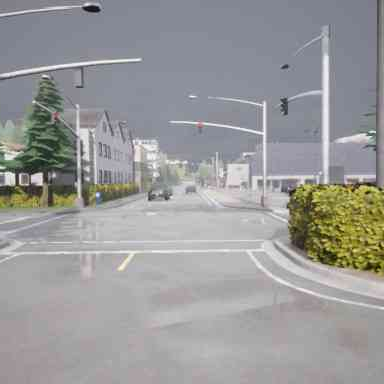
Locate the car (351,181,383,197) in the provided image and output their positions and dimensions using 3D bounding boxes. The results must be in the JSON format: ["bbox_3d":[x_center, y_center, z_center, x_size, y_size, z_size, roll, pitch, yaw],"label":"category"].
[{"bbox_3d":[22.247,-0.462,42.099,1.932,1.855,4.605,-1,2,0],"label":"car"}]

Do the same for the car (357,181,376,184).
[{"bbox_3d":[19.005,-0.176,34.217,1.905,1.878,3.866,-1,2,0],"label":"car"}]

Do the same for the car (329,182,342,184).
[{"bbox_3d":[25.289,-1.035,59.490,2.152,1.636,5.027,-1,2,0],"label":"car"}]

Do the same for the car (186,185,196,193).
[{"bbox_3d":[-0.188,-0.580,58.690,2.128,1.511,4.902,-1,2,0],"label":"car"}]

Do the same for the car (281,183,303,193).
[{"bbox_3d":[15.252,-0.525,52.074,2.007,1.523,4.514,-1,2,0],"label":"car"}]

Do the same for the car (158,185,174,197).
[{"bbox_3d":[-3.748,-0.176,48.429,1.837,1.490,4.892,-1,2,0],"label":"car"}]

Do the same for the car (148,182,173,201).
[{"bbox_3d":[-3.732,-0.110,38.269,2.150,2.045,5.566,-1,2,0],"label":"car"}]
